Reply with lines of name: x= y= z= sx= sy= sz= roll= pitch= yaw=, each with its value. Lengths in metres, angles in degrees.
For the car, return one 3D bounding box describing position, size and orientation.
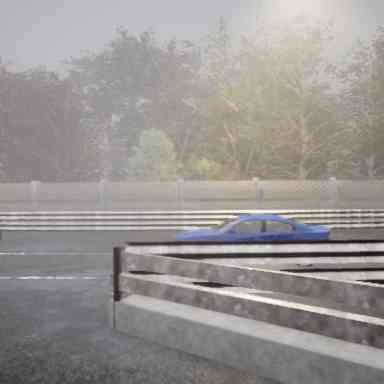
car: x=1.844 y=1.473 z=10.648 sx=5.008 sy=1.535 sz=1.882 roll=0 pitch=0 yaw=-1
